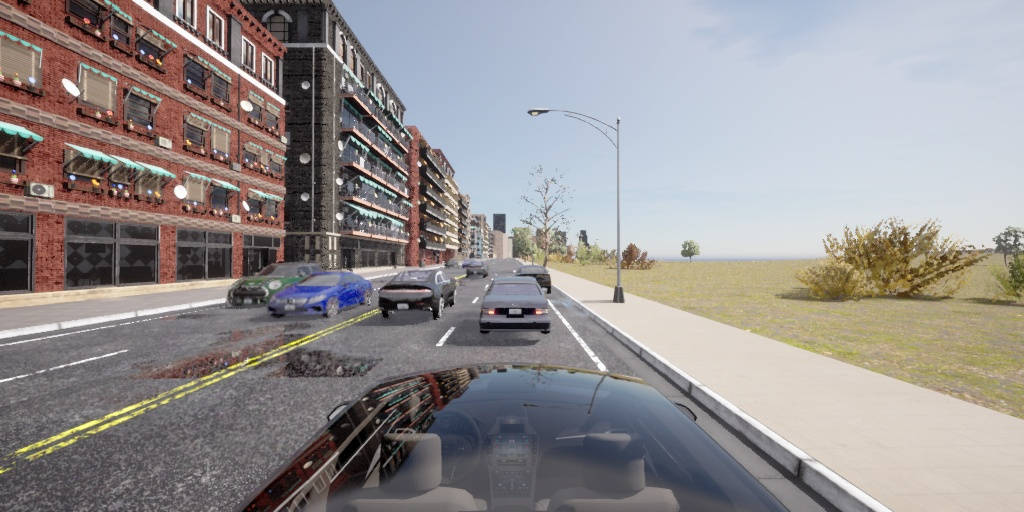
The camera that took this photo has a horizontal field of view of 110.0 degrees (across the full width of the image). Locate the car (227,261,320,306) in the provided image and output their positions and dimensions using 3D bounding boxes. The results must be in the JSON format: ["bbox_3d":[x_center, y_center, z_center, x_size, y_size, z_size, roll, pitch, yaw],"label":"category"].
[{"bbox_3d":[-9.872,1.104,15.633,2.097,1.767,4.553,0,0,0],"label":"car"}]

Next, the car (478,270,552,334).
[{"bbox_3d":[0.090,1.299,10.617,2.033,1.411,5.357,0,0,0],"label":"car"}]

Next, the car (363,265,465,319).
[{"bbox_3d":[-3.166,1.243,12.820,2.128,1.511,4.902,0,0,0],"label":"car"}]

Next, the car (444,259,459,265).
[{"bbox_3d":[-9.916,1.255,58.730,1.837,1.490,4.892,0,0,0],"label":"car"}]

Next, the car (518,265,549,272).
[{"bbox_3d":[1.109,1.230,20.381,1.882,1.535,5.008,0,0,0],"label":"car"}]

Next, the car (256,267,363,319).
[{"bbox_3d":[-6.616,1.277,12.990,1.812,1.442,4.674,0,0,0],"label":"car"}]

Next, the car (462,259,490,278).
[{"bbox_3d":[-3.197,1.244,33.936,2.128,1.511,4.902,0,0,0],"label":"car"}]

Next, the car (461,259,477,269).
[{"bbox_3d":[-6.670,1.228,56.114,1.882,1.535,5.008,0,0,0],"label":"car"}]
